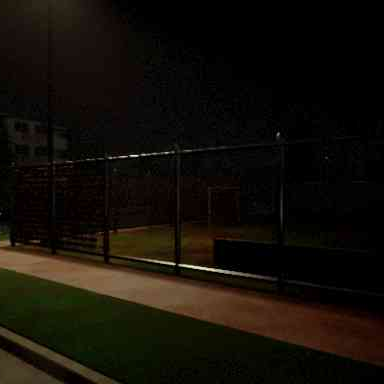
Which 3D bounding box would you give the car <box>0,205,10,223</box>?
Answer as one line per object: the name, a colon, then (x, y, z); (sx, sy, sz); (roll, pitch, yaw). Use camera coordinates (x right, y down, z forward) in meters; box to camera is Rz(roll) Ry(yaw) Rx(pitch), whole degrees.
car: (-14.064, 1.651, 23.870); (2.033, 1.411, 5.357); (0, 0, 35)
